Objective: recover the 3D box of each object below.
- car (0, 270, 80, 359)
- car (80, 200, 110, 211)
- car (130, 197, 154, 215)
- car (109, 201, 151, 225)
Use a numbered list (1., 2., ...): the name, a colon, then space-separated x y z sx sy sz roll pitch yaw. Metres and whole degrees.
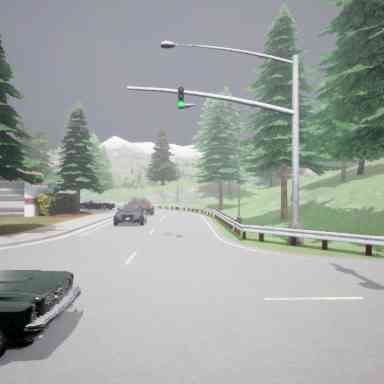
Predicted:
1. car: -4.262 1.624 5.054 4.718 1.301 1.895 0 0 -2
2. car: -11.907 1.603 41.066 4.718 1.301 1.895 0 0 13
3. car: -5.241 1.348 33.407 2.097 1.767 4.553 0 0 -20
4. car: -4.290 1.561 23.627 1.994 1.385 4.181 0 0 -3
